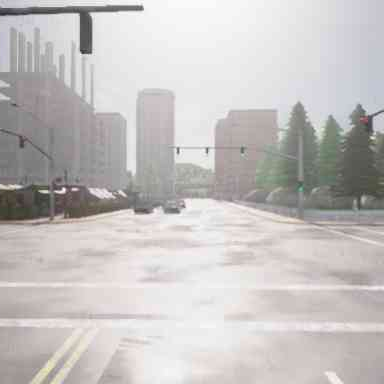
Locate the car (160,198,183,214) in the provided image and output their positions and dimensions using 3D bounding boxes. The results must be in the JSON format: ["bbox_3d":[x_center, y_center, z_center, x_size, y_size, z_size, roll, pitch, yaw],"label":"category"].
[{"bbox_3d":[-2.482,1.943,41.952,1.882,1.535,5.008,0,-1,2],"label":"car"}]

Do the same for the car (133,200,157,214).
[{"bbox_3d":[-5.998,2.063,41.434,1.895,1.301,4.718,0,-1,2],"label":"car"}]

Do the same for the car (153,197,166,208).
[{"bbox_3d":[-5.537,1.869,58.409,2.150,2.045,5.566,0,0,2],"label":"car"}]

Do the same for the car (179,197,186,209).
[{"bbox_3d":[-2.046,2.150,58.357,1.837,1.490,4.892,0,0,2],"label":"car"}]
